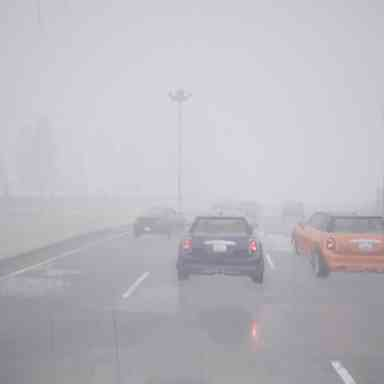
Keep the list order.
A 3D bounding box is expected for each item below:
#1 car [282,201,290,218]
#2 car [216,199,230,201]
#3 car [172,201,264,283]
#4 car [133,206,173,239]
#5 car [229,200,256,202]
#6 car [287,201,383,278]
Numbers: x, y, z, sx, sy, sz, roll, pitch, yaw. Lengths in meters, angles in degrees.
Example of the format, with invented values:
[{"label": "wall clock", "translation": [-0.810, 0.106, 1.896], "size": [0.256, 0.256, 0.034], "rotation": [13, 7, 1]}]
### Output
[{"label": "car", "translation": [8.857, 1.473, 28.821], "size": [2.033, 1.411, 5.357], "rotation": [0, 0, 20]}, {"label": "car", "translation": [3.317, 1.412, 33.757], "size": [1.812, 1.442, 4.674], "rotation": [0, 0, 21]}, {"label": "car", "translation": [0.886, 1.318, 9.854], "size": [2.097, 1.767, 4.553], "rotation": [0, 0, 6]}, {"label": "car", "translation": [-1.565, 1.456, 16.955], "size": [1.812, 1.442, 4.674], "rotation": [0, 0, 10]}, {"label": "car", "translation": [4.742, 1.462, 27.566], "size": [2.033, 1.411, 5.357], "rotation": [0, 0, 18]}, {"label": "car", "translation": [4.447, 1.331, 10.148], "size": [2.097, 1.767, 4.553], "rotation": [0, 0, 7]}]
